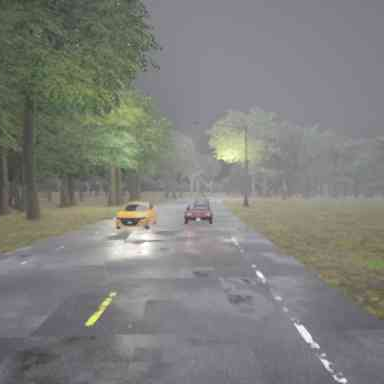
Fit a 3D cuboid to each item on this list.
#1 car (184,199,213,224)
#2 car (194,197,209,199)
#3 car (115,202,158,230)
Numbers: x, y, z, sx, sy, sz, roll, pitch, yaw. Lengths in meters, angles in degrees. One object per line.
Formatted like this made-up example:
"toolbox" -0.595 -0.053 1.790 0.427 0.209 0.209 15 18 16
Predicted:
"car" 0.483 1.450 23.583 1.895 1.301 4.718 0 0 2
"car" 1.230 1.248 41.823 1.994 1.385 4.181 0 0 3
"car" -3.284 1.353 20.408 1.882 1.535 5.008 0 1 2
